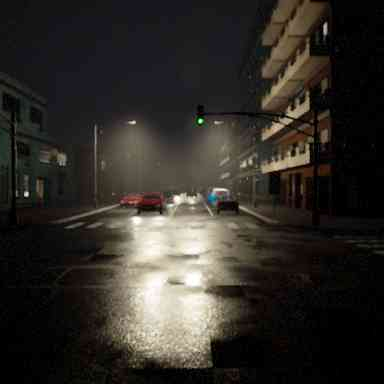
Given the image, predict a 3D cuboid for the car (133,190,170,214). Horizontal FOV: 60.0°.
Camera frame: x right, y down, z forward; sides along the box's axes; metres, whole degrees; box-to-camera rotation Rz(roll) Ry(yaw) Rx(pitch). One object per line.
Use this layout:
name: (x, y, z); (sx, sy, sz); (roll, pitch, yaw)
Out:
car: (-3.099, 0.848, 26.364); (1.882, 1.535, 5.008); (0, 1, 0)

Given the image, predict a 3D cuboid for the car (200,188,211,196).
car: (2.676, -0.014, 65.368); (1.947, 1.339, 4.313); (1, 1, 0)

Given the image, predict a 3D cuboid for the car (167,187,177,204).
car: (-3.093, 0.551, 39.627); (1.837, 1.490, 4.892); (0, 3, 0)

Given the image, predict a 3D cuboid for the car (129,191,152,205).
car: (-5.693, 0.648, 37.433); (1.887, 1.381, 4.507); (1, 1, 0)

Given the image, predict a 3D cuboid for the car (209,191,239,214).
car: (2.692, 0.922, 26.315); (2.008, 1.369, 4.403); (1, 1, 0)

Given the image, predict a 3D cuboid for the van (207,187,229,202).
van: (2.692, 0.578, 31.887); (1.690, 1.788, 3.998); (1, 1, 0)

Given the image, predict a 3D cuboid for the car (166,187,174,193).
car: (-5.713, -0.573, 87.639); (1.947, 1.339, 4.313); (1, 1, 0)

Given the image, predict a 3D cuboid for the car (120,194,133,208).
car: (-5.692, 0.820, 31.855); (1.802, 1.307, 4.206); (1, 1, 0)

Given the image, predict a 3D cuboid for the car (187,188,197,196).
car: (-0.027, -0.042, 66.209); (2.033, 1.411, 5.357); (0, 1, 0)

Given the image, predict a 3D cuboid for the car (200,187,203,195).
car: (2.681, 0.217, 54.378); (1.752, 1.417, 4.829); (1, 1, 0)

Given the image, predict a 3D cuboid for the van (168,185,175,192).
van: (-5.711, -0.939, 93.213); (1.690, 1.788, 3.998); (1, 1, 0)

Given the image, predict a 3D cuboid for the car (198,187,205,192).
car: (2.666, -0.730, 93.263); (2.008, 1.369, 4.403); (1, 1, 0)

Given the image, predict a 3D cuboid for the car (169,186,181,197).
car: (-3.029, 0.050, 59.839); (2.128, 1.511, 4.902); (0, 1, 0)

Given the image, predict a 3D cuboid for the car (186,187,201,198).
car: (-0.022, 0.204, 55.789); (2.033, 1.411, 5.357); (0, 1, 0)

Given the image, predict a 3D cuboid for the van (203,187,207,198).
van: (2.688, 0.309, 43.047); (1.690, 1.788, 3.998); (1, 1, 0)

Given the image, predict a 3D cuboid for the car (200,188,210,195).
car: (2.674, -0.153, 70.947); (1.947, 1.339, 4.313); (1, 1, 0)

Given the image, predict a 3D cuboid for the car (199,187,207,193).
car: (2.670, -0.455, 82.105); (1.887, 1.381, 4.507); (1, 1, 0)
